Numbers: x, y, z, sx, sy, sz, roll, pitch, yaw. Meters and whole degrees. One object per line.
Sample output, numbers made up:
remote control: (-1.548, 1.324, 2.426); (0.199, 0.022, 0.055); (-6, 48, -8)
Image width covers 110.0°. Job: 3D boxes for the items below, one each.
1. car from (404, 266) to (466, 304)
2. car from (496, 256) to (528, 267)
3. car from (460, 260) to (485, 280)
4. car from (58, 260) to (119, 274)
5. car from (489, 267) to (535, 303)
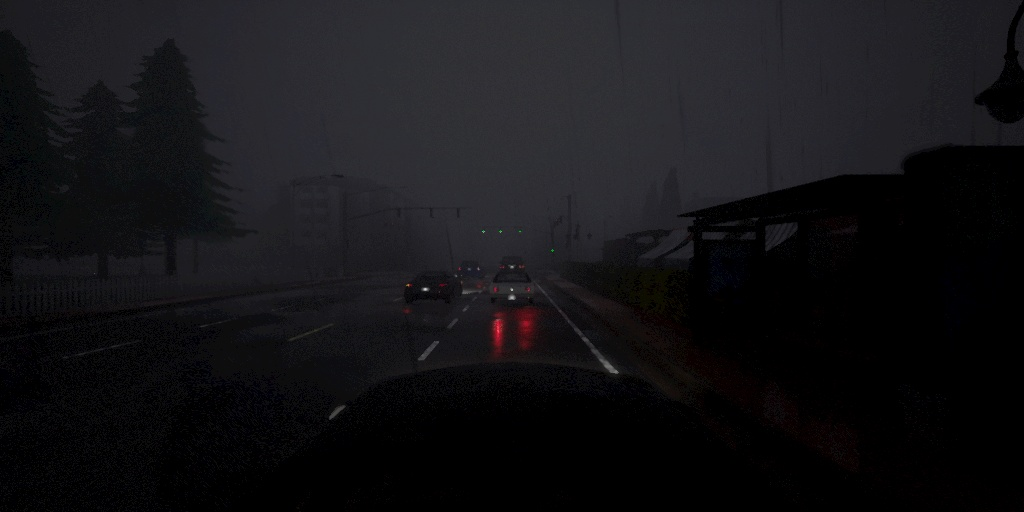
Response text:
car: (-3.500, 1.320, 16.500); (1.994, 1.385, 4.181); (0, 0, 0)
car: (0.000, 1.006, 31.530); (2.150, 2.045, 5.566); (0, 0, 0)
car: (-3.500, 1.114, 31.470); (2.097, 1.767, 4.553); (0, 0, 0)
car: (-48.185, 1.259, 40.512); (5.008, 1.535, 1.882); (0, 0, 1)
car: (0.000, 1.364, 16.530); (1.895, 1.301, 4.718); (0, 0, 0)
